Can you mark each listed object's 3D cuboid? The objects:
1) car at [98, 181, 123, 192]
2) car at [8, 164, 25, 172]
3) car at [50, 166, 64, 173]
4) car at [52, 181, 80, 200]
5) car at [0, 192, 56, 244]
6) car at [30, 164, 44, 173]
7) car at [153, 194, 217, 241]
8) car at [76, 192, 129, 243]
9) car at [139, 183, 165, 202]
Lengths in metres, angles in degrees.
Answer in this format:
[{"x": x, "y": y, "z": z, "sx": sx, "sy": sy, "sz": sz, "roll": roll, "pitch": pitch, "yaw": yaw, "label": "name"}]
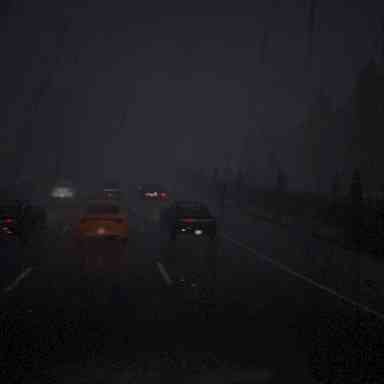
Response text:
[{"x": -7.030, "y": -0.208, "z": 28.587, "sx": 2.128, "sy": 1.511, "sz": 4.902, "roll": 1, "pitch": 6, "yaw": -13, "label": "car"}, {"x": -32.555, "y": -4.447, "z": 61.848, "sx": 1.812, "sy": 1.442, "sz": 4.674, "roll": 1, "pitch": 6, "yaw": -13, "label": "car"}, {"x": -25.742, "y": -4.323, "z": 63.450, "sx": 1.994, "sy": 1.385, "sz": 4.181, "roll": 1, "pitch": 6, "yaw": -13, "label": "car"}, {"x": -10.379, "y": -0.193, "z": 27.520, "sx": 1.812, "sy": 1.442, "sz": 4.674, "roll": 1, "pitch": 6, "yaw": -13, "label": "car"}, {"x": -7.114, "y": 1.043, "z": 13.211, "sx": 2.128, "sy": 1.511, "sz": 4.902, "roll": 1, "pitch": 3, "yaw": -13, "label": "car"}, {"x": -29.143, "y": -4.422, "z": 62.628, "sx": 1.837, "sy": 1.490, "sz": 4.892, "roll": 1, "pitch": 6, "yaw": -13, "label": "car"}, {"x": -0.291, "y": 1.142, "z": 14.776, "sx": 2.128, "sy": 1.511, "sz": 4.902, "roll": 1, "pitch": 3, "yaw": -13, "label": "car"}, {"x": -3.737, "y": 1.068, "z": 14.151, "sx": 1.882, "sy": 1.535, "sz": 5.008, "roll": 1, "pitch": 3, "yaw": -13, "label": "car"}, {"x": -3.457, "y": -0.022, "z": 28.618, "sx": 2.033, "sy": 1.411, "sz": 5.357, "roll": 1, "pitch": 6, "yaw": -13, "label": "car"}]
